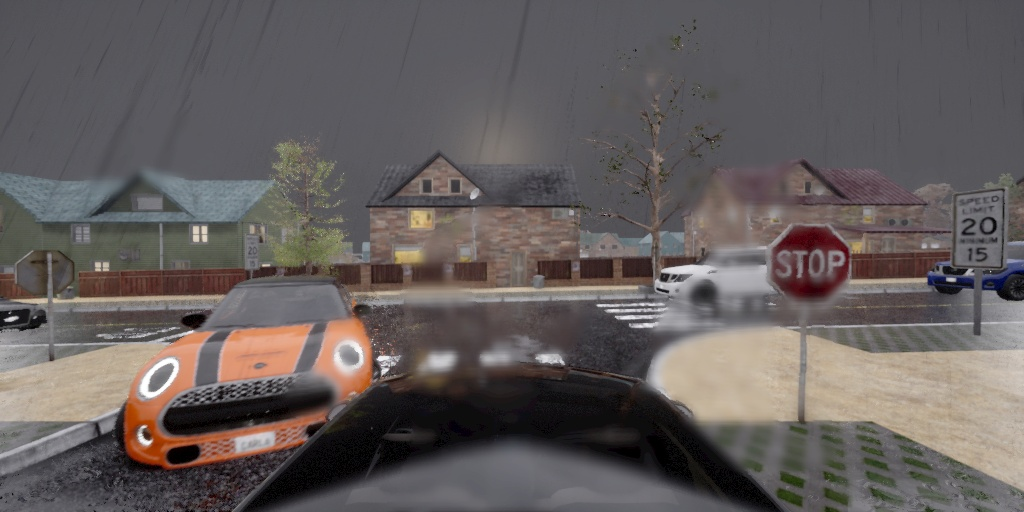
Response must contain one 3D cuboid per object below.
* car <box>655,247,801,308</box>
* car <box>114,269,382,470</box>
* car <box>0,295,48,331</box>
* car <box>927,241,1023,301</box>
[{"bbox_3d":[8.259,0.706,13.203,5.566,2.045,2.150,-1,1,0],"label":"car"},{"bbox_3d":[-3.273,1.105,5.293,2.097,1.767,4.553,0,0,-25],"label":"car"},{"bbox_3d":[-16.324,1.674,10.287,4.181,1.385,1.994,-1,1,0],"label":"car"},{"bbox_3d":[18.933,0.455,13.184,5.566,2.045,2.150,-1,1,0],"label":"car"}]
